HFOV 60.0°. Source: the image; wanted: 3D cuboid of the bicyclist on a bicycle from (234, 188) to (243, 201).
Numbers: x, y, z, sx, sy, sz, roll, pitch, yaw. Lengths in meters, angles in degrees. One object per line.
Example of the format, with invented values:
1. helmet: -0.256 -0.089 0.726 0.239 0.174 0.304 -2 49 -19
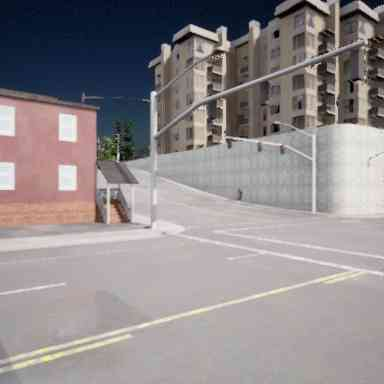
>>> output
1. bicyclist on a bicycle: 5.884 0.334 41.518 1.656 1.620 0.582 0 6 -35
